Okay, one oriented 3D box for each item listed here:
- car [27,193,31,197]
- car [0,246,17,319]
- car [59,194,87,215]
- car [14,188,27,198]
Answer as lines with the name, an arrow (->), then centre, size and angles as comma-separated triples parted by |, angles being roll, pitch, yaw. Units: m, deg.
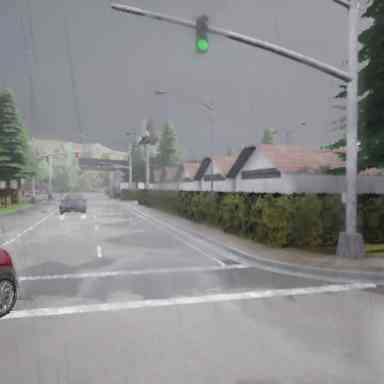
car -> -35.528, 0.413, 68.695 | 3.806, 1.475, 1.970 | 0, 1, -17
car -> -4.502, 1.281, 4.251 | 2.097, 1.767, 4.553 | 0, 0, 9
car -> -10.372, 0.988, 29.232 | 2.097, 1.767, 4.553 | 0, 1, -17
car -> -35.131, 0.166, 65.335 | 3.866, 1.878, 1.905 | 0, 1, -17
